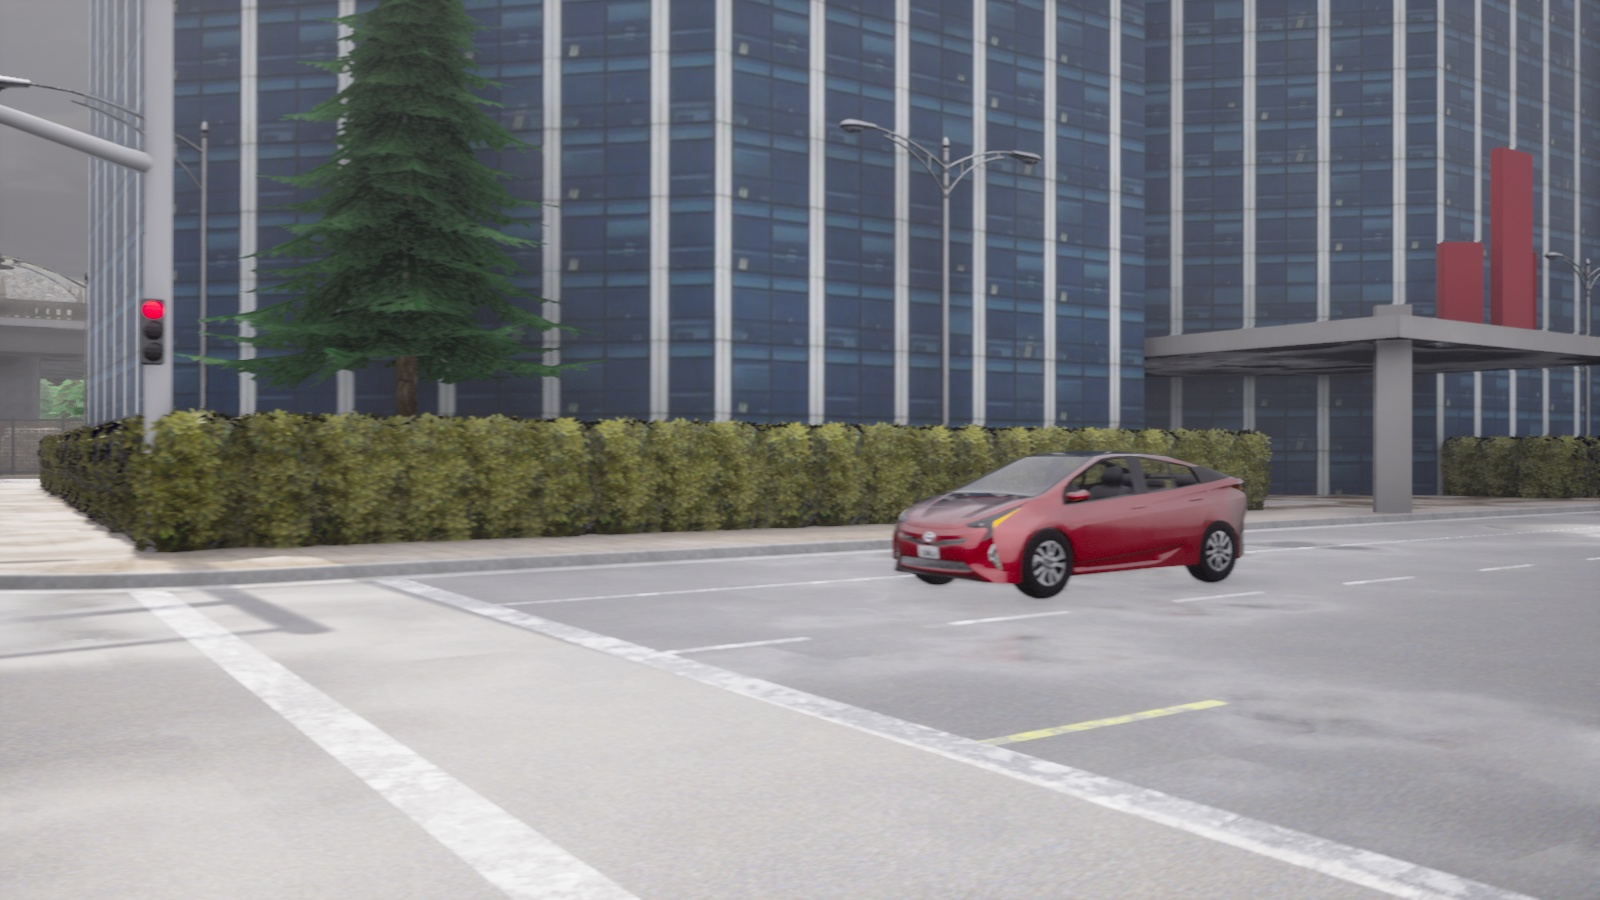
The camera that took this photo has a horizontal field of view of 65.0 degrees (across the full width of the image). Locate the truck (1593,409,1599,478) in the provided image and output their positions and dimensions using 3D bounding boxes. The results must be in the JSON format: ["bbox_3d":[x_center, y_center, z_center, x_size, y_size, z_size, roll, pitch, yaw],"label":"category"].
[{"bbox_3d":[47.704,-0.356,67.199,2.891,3.827,8.468,0,0,-34],"label":"truck"}]

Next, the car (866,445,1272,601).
[{"bbox_3d":[3.158,0.720,14.385,4.514,1.525,2.007,0,0,-35],"label":"car"}]
